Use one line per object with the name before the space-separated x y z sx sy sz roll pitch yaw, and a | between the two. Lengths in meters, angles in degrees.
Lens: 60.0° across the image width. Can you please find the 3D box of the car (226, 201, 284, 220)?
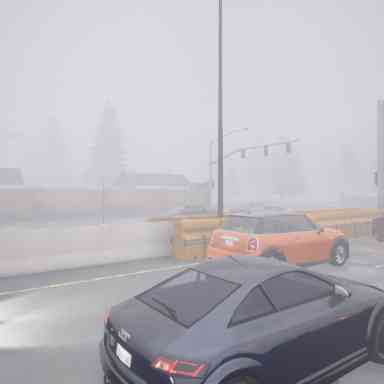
car | 5.688 1.551 29.393 5.357 1.411 2.033 0 0 -39

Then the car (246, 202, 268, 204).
car | 4.210 1.525 19.816 4.674 1.442 1.812 0 0 -35

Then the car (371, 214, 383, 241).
car | 10.245 1.478 15.359 5.008 1.535 1.882 0 0 -36

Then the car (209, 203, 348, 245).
car | 2.704 1.352 9.956 4.553 1.767 2.097 0 0 -35

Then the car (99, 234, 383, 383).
car | 0.963 1.564 4.424 4.181 1.385 1.994 0 0 -35
